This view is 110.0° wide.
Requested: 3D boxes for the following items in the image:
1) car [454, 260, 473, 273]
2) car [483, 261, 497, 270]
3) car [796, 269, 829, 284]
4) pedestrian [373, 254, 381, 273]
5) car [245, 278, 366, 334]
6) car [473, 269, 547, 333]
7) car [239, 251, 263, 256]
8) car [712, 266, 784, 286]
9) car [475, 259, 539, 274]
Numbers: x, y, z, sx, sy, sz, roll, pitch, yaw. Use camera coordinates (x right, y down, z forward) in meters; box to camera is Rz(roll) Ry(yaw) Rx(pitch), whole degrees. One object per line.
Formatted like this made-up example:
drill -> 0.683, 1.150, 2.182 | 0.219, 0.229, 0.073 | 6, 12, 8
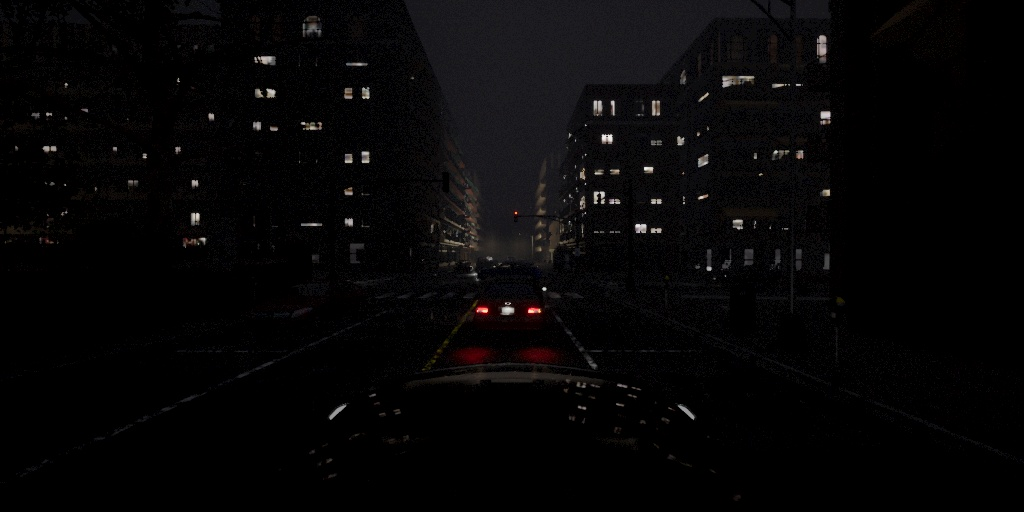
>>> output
car -> -5.794, 1.188, 42.958 | 1.967, 1.591, 4.097 | 0, 0, 0
car -> -3.211, 1.350, 53.185 | 1.895, 1.301, 4.718 | 0, 0, 0
car -> 26.978, 1.814, 31.549 | 4.207, 1.307, 1.802 | 0, 0, -1
pedestrian -> -12.794, 0.652, 33.932 | 0.375, 1.860, 0.375 | 0, -1, -1
car -> -5.710, 1.331, 10.547 | 1.802, 1.307, 4.207 | 0, 0, 0
car -> 0.056, 1.297, 10.759 | 2.033, 1.411, 5.357 | 0, 0, 3
car -> -17.597, 0.694, 25.126 | 5.566, 2.045, 2.150 | 1, 0, -1
car -> 18.758, 1.591, 28.864 | 4.902, 1.511, 2.128 | 1, 0, -1
car -> -0.294, 1.224, 28.591 | 5.008, 1.535, 1.882 | 0, 0, -1
